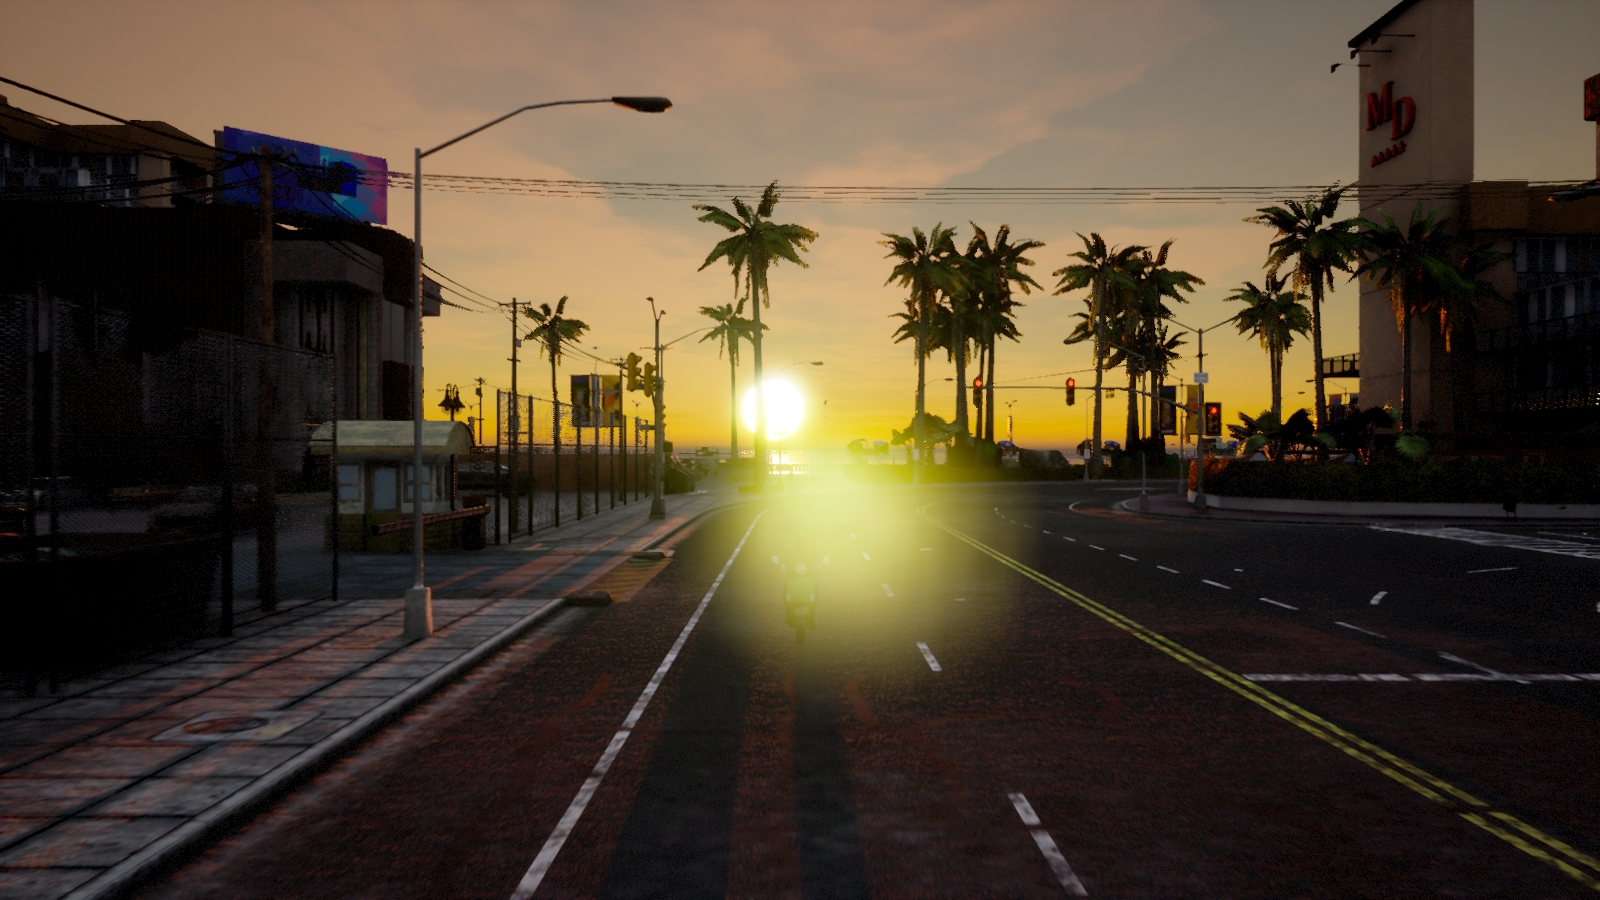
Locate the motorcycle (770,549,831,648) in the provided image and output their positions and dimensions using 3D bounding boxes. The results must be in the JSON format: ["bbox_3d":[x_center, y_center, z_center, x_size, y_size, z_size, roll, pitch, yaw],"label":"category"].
[{"bbox_3d":[0.004,2.182,17.053,0.856,1.236,1.805,0,0,0],"label":"motorcycle"}]
